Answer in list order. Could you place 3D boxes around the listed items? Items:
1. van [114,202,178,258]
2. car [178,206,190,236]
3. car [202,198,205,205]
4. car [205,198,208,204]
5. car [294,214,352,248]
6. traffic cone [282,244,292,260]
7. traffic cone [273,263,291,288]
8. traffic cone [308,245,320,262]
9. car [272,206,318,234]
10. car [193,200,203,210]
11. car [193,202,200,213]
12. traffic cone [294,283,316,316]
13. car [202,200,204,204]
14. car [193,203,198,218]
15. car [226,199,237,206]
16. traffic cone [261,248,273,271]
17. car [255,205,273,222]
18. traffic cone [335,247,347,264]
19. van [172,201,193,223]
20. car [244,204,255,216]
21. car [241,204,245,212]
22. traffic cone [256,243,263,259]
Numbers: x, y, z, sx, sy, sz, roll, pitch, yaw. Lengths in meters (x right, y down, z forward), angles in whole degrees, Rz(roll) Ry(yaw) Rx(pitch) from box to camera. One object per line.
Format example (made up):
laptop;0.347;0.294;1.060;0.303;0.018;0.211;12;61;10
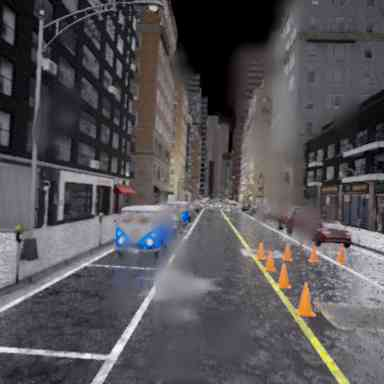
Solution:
van;-1.733;1.409;12.790;1.690;1.788;3.998;3;-1;3
car;-1.427;1.697;18.278;2.008;1.369;4.403;3;-1;3
car;0.786;2.148;56.722;1.967;1.590;4.097;2;-1;3
car;2.940;2.870;93.756;1.802;1.307;4.206;2;-1;3
car;7.074;2.120;17.784;1.802;1.307;4.206;3;-1;3
traffic cone;3.628;2.272;12.644;0.340;0.580;0.340;3;-1;3
traffic cone;2.402;2.170;8.709;0.340;0.580;0.340;3;-1;3
traffic cone;4.626;2.318;12.586;0.340;0.580;0.340;3;-1;3
car;7.401;1.932;23.279;2.192;1.841;5.009;3;-1;3
car;0.150;2.112;45.737;1.947;1.339;4.313;2;-1;3
car;-0.481;1.967;34.754;1.802;1.307;4.206;2;-1;3
traffic cone;2.287;2.141;6.712;0.340;0.580;0.340;3;-1;3
car;0.464;2.209;51.229;1.802;1.307;4.206;2;-1;3
car;-0.796;1.871;29.262;1.947;1.339;4.313;3;-1;3
car;11.447;3.120;93.251;1.967;1.590;4.097;2;-1;3
traffic cone;2.516;2.198;10.705;0.340;0.580;0.340;3;-1;3
car;8.027;2.216;34.261;1.967;1.590;4.097;2;-1;3
traffic cone;5.623;2.364;12.527;0.340;0.580;0.340;3;-1;3
van;-1.102;1.567;23.773;1.690;1.788;3.998;3;-1;3
car;8.653;2.488;45.243;2.008;1.369;4.403;2;-1;3
car;9.283;2.665;56.226;1.947;1.339;4.313;2;-1;3
traffic cone;2.631;2.227;12.702;0.340;0.580;0.340;3;-1;3
